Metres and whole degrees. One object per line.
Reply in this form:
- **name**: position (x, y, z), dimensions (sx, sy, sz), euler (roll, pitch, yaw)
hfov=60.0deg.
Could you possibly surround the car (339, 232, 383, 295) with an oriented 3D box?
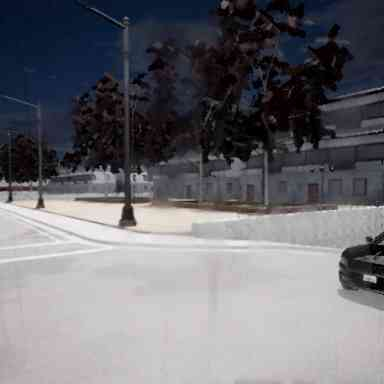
- **car**: position (5.495, 1.543, 7.916), dimensions (5.008, 1.535, 1.882), euler (4, -2, -35)
